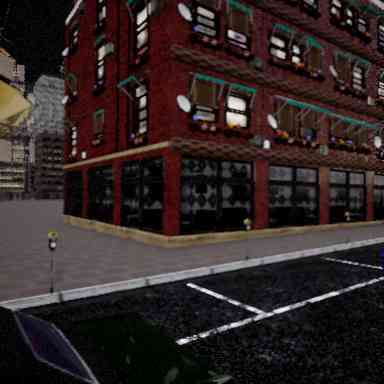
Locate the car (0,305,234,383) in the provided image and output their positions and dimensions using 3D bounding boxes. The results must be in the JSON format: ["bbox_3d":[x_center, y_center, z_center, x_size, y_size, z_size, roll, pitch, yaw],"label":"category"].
[{"bbox_3d":[-2.065,1.602,1.903,4.718,1.301,1.895,0,0,-36],"label":"car"}]

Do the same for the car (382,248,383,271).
[{"bbox_3d":[7.098,1.212,8.424,5.566,2.045,2.150,0,0,-35],"label":"car"}]
